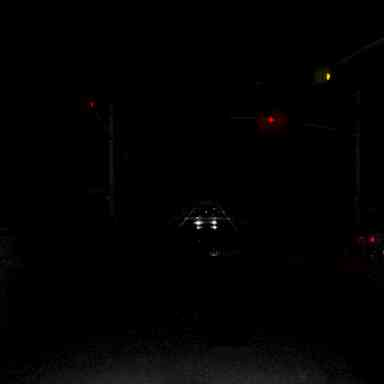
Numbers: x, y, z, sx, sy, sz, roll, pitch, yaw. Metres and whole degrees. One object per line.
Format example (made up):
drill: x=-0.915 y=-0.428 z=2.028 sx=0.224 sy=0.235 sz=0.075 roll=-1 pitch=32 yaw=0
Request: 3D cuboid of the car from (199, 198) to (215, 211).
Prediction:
car: x=1.792 y=1.474 z=40.683 sx=1.837 sy=1.490 sz=4.892 roll=0 pitch=0 yaw=3

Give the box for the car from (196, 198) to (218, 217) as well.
car: x=1.361 y=1.494 z=31.528 sx=1.812 sy=1.442 sz=4.674 roll=0 pitch=0 yaw=3

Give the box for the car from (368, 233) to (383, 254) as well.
car: x=8.216 y=1.589 z=10.190 sx=4.718 sy=1.301 sz=1.895 roll=0 pitch=0 yaw=4

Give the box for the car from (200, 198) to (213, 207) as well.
car: x=2.285 y=1.571 z=50.820 sx=1.895 sy=1.301 sz=4.718 roll=0 pitch=0 yaw=3
